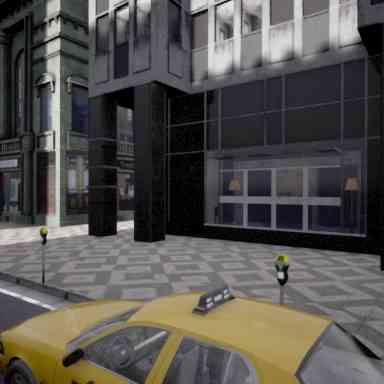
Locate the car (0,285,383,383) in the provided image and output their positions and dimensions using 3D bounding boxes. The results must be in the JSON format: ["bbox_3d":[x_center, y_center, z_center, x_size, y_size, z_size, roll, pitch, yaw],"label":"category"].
[{"bbox_3d":[-0.021,1.525,2.979,4.829,1.417,1.752,0,0,36],"label":"car"}]
